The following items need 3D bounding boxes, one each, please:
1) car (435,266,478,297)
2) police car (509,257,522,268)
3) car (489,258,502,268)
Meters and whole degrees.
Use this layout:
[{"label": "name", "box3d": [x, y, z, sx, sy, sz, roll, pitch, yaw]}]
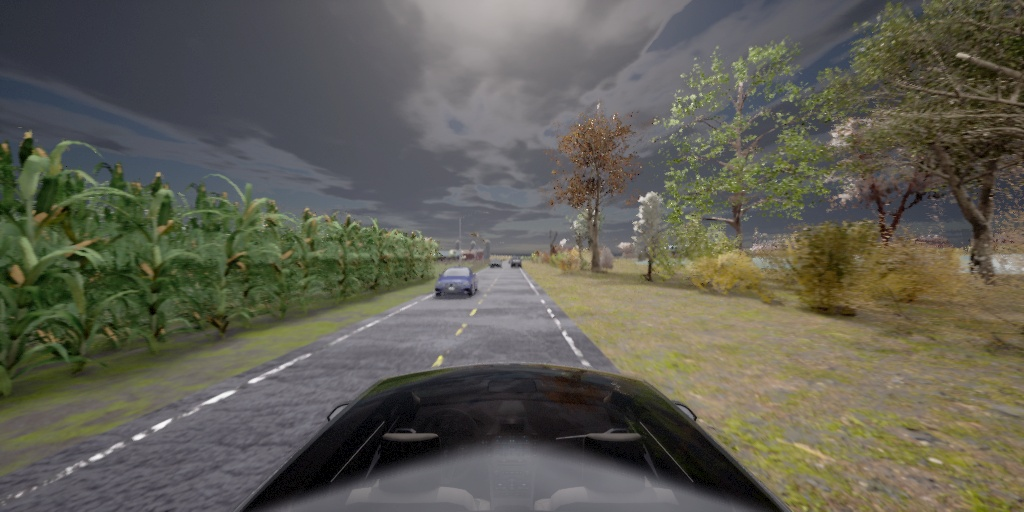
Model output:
[{"label": "car", "box3d": [-2.858, 1.298, 19.275, 1.812, 1.442, 4.674, 0, 0, 0]}, {"label": "police car", "box3d": [0.796, 1.301, 63.645, 1.930, 1.638, 5.238, 0, 0, 0]}, {"label": "car", "box3d": [-2.805, 1.224, 62.328, 2.097, 1.767, 4.553, 0, 0, 1]}]
